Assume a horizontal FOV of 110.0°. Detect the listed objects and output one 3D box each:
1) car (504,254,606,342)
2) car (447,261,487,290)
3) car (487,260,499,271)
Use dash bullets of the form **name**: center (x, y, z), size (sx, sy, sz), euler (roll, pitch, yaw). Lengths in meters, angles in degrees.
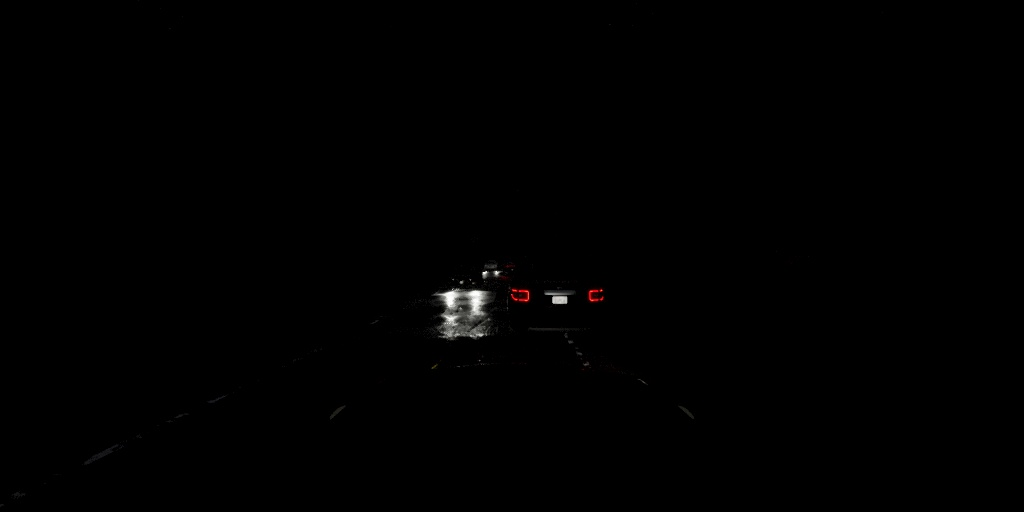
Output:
- **car**: center (0.955, 0.975, 9.873), size (2.150, 2.045, 5.566), euler (0, 0, 0)
- **car**: center (-2.875, 1.254, 22.785), size (1.837, 1.490, 4.892), euler (0, 0, 0)
- **car**: center (-2.809, 1.267, 48.619), size (1.812, 1.442, 4.674), euler (0, 0, 0)
